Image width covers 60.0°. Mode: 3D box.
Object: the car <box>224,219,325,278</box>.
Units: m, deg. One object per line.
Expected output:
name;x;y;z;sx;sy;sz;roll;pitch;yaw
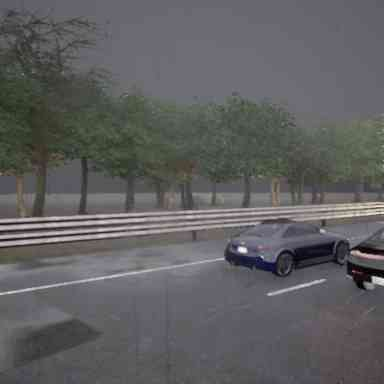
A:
car;3.002;1.536;10.186;4.181;1.385;1.994;0;0;-36

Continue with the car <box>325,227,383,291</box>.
car;5.529;1.462;7.691;4.902;1.511;2.128;0;0;-35
